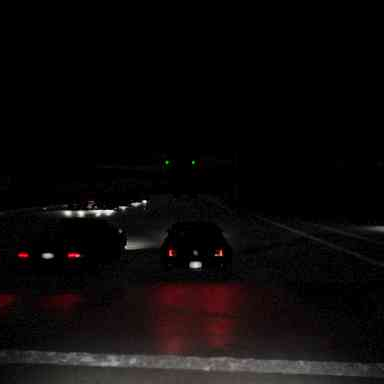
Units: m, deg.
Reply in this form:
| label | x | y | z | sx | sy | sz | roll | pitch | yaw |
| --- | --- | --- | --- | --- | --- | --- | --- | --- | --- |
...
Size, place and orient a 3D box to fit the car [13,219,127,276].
| label | x | y | z | sx | sy | sz | roll | pitch | yaw |
| --- | --- | --- | --- | --- | --- | --- | --- | --- | --- |
| car | -3.399 | 1.564 | 10.364 | 2.033 | 1.411 | 5.357 | 0 | 0 | 0 |

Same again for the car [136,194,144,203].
| label | x | y | z | sx | sy | sz | roll | pitch | yaw |
| --- | --- | --- | --- | --- | --- | --- | --- | --- | --- |
| car | -10.489 | 1.286 | 60.956 | 1.994 | 1.385 | 4.181 | 0 | 1 | 0 |

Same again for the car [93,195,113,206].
| label | x | y | z | sx | sy | sz | roll | pitch | yaw |
| --- | --- | --- | --- | --- | --- | --- | --- | --- | --- |
| car | -14.022 | 1.316 | 52.696 | 1.882 | 1.535 | 5.008 | 0 | 1 | 1 |

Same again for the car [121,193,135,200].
| label | x | y | z | sx | sy | sz | roll | pitch | yaw |
| --- | --- | --- | --- | --- | --- | --- | --- | --- | --- |
| car | -13.987 | 1.040 | 73.340 | 2.033 | 1.411 | 5.357 | 0 | 1 | 0 |

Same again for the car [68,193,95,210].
| label | x | y | z | sx | sy | sz | roll | pitch | yaw |
| --- | --- | --- | --- | --- | --- | --- | --- | --- | --- |
| car | -14.083 | 1.162 | 42.886 | 2.150 | 2.045 | 5.566 | 0 | 1 | 0 |

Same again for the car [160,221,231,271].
| label | x | y | z | sx | sy | sz | roll | pitch | yaw |
| --- | --- | --- | --- | --- | --- | --- | --- | --- | --- |
| car | 0.101 | 1.617 | 10.933 | 1.895 | 1.301 | 4.718 | 0 | 0 | 0 |

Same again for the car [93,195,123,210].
| label | x | y | z | sx | sy | sz | roll | pitch | yaw |
| --- | --- | --- | --- | --- | --- | --- | --- | --- | --- |
| car | -10.577 | 1.509 | 42.161 | 1.994 | 1.385 | 4.181 | 0 | 1 | 0 |

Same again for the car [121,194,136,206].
| label | x | y | z | sx | sy | sz | roll | pitch | yaw |
| --- | --- | --- | --- | --- | --- | --- | --- | --- | --- |
| car | -10.536 | 1.402 | 51.306 | 2.033 | 1.411 | 5.357 | 0 | 1 | 0 |

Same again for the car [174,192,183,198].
| label | x | y | z | sx | sy | sz | roll | pitch | yaw |
| --- | --- | --- | --- | --- | --- | --- | --- | --- | --- |
| car | -3.485 | 0.665 | 83.596 | 2.097 | 1.767 | 4.553 | 0 | 1 | 0 |

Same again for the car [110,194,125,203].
| label | x | y | z | sx | sy | sz | roll | pitch | yaw |
| --- | --- | --- | --- | --- | --- | --- | --- | --- | --- |
| car | -13.989 | 1.214 | 62.967 | 1.812 | 1.442 | 4.674 | 0 | 1 | 0 |

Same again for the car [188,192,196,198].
| label | x | y | z | sx | sy | sz | roll | pitch | yaw |
| --- | --- | --- | --- | --- | --- | --- | --- | --- | --- |
| car | 0.015 | 0.838 | 83.436 | 2.128 | 1.511 | 4.902 | 0 | 1 | 0 |

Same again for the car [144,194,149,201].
| label | x | y | z | sx | sy | sz | roll | pitch | yaw |
| --- | --- | --- | --- | --- | --- | --- | --- | --- | --- |
| car | -10.487 | 1.072 | 70.883 | 1.812 | 1.442 | 4.674 | 0 | 1 | 0 |
